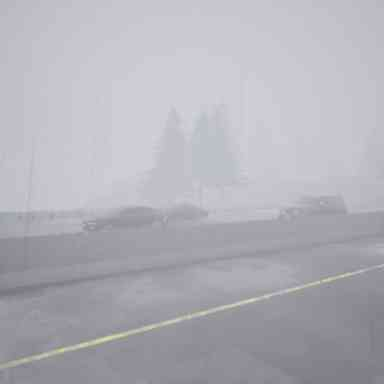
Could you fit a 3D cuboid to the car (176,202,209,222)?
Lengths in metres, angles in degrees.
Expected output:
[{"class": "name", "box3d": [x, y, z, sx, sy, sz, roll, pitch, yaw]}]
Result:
[{"class": "car", "box3d": [-1.116, 1.603, 24.678, 4.718, 1.301, 1.895, 0, 0, -35]}]

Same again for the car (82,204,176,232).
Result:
[{"class": "car", "box3d": [-3.613, 1.508, 18.600, 4.892, 1.490, 1.837, 0, 0, -35]}]

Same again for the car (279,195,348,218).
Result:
[{"class": "car", "box3d": [8.439, 1.221, 22.874, 5.566, 2.045, 2.150, 0, 0, -35]}]

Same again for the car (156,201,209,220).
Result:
[{"class": "car", "box3d": [-0.814, 1.566, 29.176, 4.181, 1.385, 1.994, 0, 0, -35]}]
